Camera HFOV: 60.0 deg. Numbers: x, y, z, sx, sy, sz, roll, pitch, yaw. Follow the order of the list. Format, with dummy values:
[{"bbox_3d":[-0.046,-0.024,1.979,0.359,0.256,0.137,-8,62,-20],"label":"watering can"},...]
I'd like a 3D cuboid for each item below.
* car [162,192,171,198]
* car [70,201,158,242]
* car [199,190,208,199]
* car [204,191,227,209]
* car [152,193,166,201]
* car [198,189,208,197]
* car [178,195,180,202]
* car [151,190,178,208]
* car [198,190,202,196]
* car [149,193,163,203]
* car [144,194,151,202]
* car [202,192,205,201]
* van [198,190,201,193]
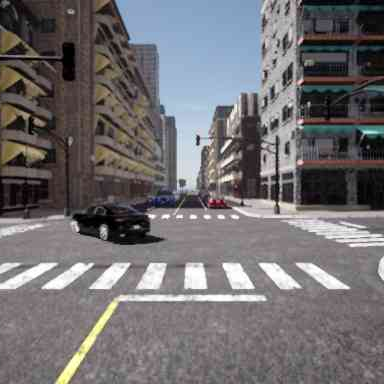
[{"bbox_3d":[-5.704,0.615,74.824,1.887,1.381,4.507,0,1,0],"label":"car"},{"bbox_3d":[-3.930,1.280,15.493,1.882,1.535,5.008,1,0,-42],"label":"car"},{"bbox_3d":[2.680,0.853,58.225,1.802,1.307,4.206,0,1,0],"label":"car"},{"bbox_3d":[2.685,0.985,36.088,1.967,1.590,4.097,0,1,0],"label":"car"},{"bbox_3d":[-5.701,0.837,58.225,1.947,1.339,4.313,0,1,0],"label":"car"},{"bbox_3d":[2.676,0.319,80.357,2.192,1.841,5.009,0,1,0],"label":"car"},{"bbox_3d":[-3.070,0.824,56.029,1.812,1.442,4.674,0,0,0],"label":"car"},{"bbox_3d":[-3.105,0.736,38.539,2.150,2.045,5.566,0,1,0],"label":"car"},{"bbox_3d":[2.679,0.786,63.759,1.802,1.307,4.206,0,1,0],"label":"car"},{"bbox_3d":[-5.700,0.921,52.690,1.802,1.307,4.206,0,1,0],"label":"car"},{"bbox_3d":[-5.699,0.959,47.156,2.008,1.369,4.403,0,1,0],"label":"car"},{"bbox_3d":[2.683,1.027,41.623,2.008,1.369,4.403,0,1,0],"label":"car"},{"bbox_3d":[2.678,0.478,69.290,1.690,1.788,3.998,0,1,0],"label":"van"}]
